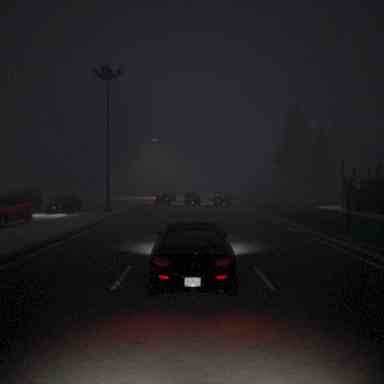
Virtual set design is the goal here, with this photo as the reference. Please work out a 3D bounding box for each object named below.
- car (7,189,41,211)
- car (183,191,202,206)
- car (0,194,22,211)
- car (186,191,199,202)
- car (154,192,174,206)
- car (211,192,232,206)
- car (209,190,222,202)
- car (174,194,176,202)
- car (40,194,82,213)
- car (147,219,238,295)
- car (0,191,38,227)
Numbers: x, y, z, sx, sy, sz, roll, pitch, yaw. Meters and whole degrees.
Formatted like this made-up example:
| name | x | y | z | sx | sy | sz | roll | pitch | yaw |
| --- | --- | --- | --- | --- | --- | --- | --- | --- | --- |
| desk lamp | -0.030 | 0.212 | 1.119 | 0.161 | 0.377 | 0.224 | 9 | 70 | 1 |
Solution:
| name | x | y | z | sx | sy | sz | roll | pitch | yaw |
| --- | --- | --- | --- | --- | --- | --- | --- | --- | --- |
| car | -14.942 | 0.744 | 28.761 | 2.150 | 2.045 | 5.566 | 0 | 1 | 0 |
| car | 0.078 | 0.863 | 38.796 | 1.837 | 1.490 | 4.892 | 0 | 1 | 0 |
| car | -18.436 | 0.977 | 31.830 | 1.837 | 1.490 | 4.892 | 0 | 1 | 0 |
| car | 0.099 | 0.691 | 49.215 | 1.837 | 1.490 | 4.892 | 0 | 1 | 0 |
| car | -3.421 | 0.877 | 39.220 | 1.812 | 1.442 | 4.674 | 0 | 1 | 0 |
| car | 3.579 | 0.952 | 39.238 | 1.895 | 1.301 | 4.718 | 0 | 1 | 0 |
| car | 3.599 | 0.539 | 49.176 | 2.097 | 1.767 | 4.553 | 0 | 1 | 0 |
| car | -3.401 | 0.750 | 49.223 | 1.994 | 1.385 | 4.181 | 0 | 1 | 0 |
| car | -11.440 | 1.007 | 30.005 | 1.837 | 1.490 | 4.892 | 0 | 1 | 0 |
| car | 0.017 | 1.388 | 8.191 | 1.812 | 1.442 | 4.674 | 0 | 1 | 0 |
| car | -11.465 | 1.022 | 19.829 | 2.097 | 1.767 | 4.553 | 0 | 1 | 0 |
